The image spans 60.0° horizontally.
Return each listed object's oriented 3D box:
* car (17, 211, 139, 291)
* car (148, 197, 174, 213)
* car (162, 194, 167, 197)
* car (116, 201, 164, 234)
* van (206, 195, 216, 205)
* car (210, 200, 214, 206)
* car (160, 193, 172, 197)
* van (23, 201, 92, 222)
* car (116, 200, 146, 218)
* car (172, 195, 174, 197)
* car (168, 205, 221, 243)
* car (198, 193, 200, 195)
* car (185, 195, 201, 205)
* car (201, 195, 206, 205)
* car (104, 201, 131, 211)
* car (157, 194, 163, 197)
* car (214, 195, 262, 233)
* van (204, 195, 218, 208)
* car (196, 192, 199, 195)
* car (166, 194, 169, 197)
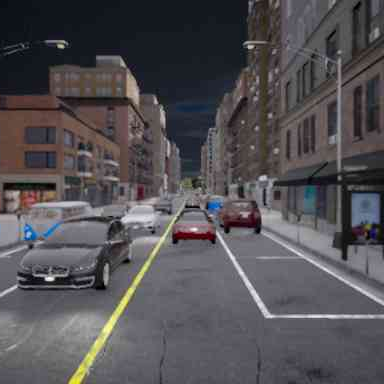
[{"bbox_3d":[-2.844,1.486,9.104,1.837,1.490,4.892,0,0,0],"label":"car"},{"bbox_3d":[-2.844,1.490,32.999,2.033,1.411,5.357,0,0,0],"label":"car"},{"bbox_3d":[-5.432,1.454,51.703,2.008,1.369,4.403,0,0,0],"label":"car"},{"bbox_3d":[-2.847,1.491,19.208,1.812,1.442,4.674,0,0,0],"label":"car"},{"bbox_3d":[2.668,1.298,35.491,1.690,1.788,3.998,0,0,0],"label":"van"},{"bbox_3d":[2.685,1.525,24.679,2.008,1.369,4.403,0,0,0],"label":"car"},{"bbox_3d":[-5.436,1.200,62.515,2.192,1.841,5.009,0,0,0],"label":"car"},{"bbox_3d":[-5.414,1.306,13.859,1.690,1.788,3.998,0,0,0],"label":"van"},{"bbox_3d":[-5.422,1.484,30.078,1.887,1.381,4.507,0,0,0],"label":"car"},{"bbox_3d":[-5.441,1.449,73.328,1.802,1.307,4.206,0,0,0],"label":"car"},{"bbox_3d":[0.091,1.543,16.045,1.994,1.385,4.181,0,0,0],"label":"car"},{"bbox_3d":[2.615,1.343,67.928,1.967,1.590,4.097,0,0,0],"label":"car"},{"bbox_3d":[0.071,1.497,44.389,1.994,1.385,4.181,0,0,0],"label":"car"},{"bbox_3d":[2.659,1.263,40.898,2.192,1.841,5.009,0,0,0],"label":"car"},{"bbox_3d":[-5.420,1.514,24.672,1.947,1.339,4.313,0,0,0],"label":"car"},{"bbox_3d":[-5.429,1.438,46.128,1.752,1.417,4.829,0,0,0],"label":"car"},{"bbox_3d":[2.695,1.298,19.272,2.192,1.841,5.009,0,0,0],"label":"car"},{"bbox_3d":[2.651,1.280,46.304,1.690,1.788,3.998,0,0,0],"label":"van"},{"bbox_3d":[2.579,1.418,89.553,2.008,1.369,4.403,0,0,0],"label":"car"},{"bbox_3d":[-5.434,1.460,57.109,1.947,1.339,4.313,0,0,0],"label":"car"}]
